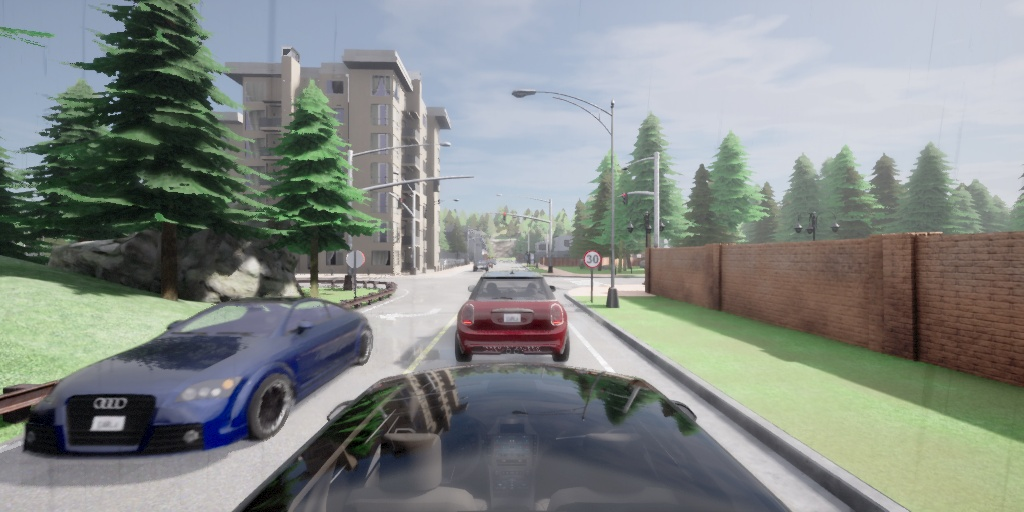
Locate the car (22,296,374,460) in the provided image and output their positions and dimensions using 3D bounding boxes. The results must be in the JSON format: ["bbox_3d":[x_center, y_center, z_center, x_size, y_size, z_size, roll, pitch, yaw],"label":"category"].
[{"bbox_3d":[-3.628,1.314,5.201,1.994,1.385,4.181,0,0,0],"label":"car"}]

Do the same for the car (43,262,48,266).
[{"bbox_3d":[-30.933,0.987,24.692,5.566,2.045,2.150,0,0,-1],"label":"car"}]

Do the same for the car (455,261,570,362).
[{"bbox_3d":[0.004,1.102,8.384,2.097,1.767,4.553,0,0,0],"label":"car"}]

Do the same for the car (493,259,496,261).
[{"bbox_3d":[-4.081,1.314,58.189,1.994,1.385,4.181,0,0,-1],"label":"car"}]

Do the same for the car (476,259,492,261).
[{"bbox_3d":[-3.991,1.241,46.704,2.128,1.511,4.902,0,0,-1],"label":"car"}]
